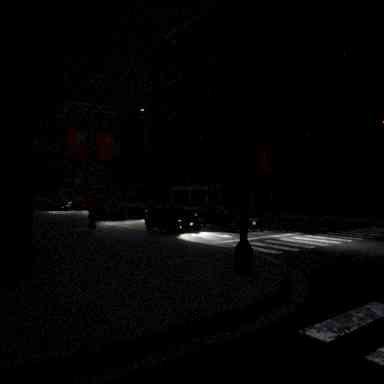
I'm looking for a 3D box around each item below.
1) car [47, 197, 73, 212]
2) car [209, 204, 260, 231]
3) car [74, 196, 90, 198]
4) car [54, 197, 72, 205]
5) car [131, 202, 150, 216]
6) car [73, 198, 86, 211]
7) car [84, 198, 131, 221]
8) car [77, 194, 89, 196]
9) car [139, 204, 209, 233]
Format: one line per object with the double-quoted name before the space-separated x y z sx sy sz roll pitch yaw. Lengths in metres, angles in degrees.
"car" -17.164 1.666 42.526 1.837 1.490 4.892 0 -1 -35
"car" 2.146 1.548 21.197 2.128 1.511 4.902 0 0 -36
"car" -19.134 1.820 56.681 1.895 1.301 4.718 0 0 -36
"car" -25.210 1.746 65.129 2.128 1.511 4.902 0 0 -36
"car" -4.528 1.626 30.456 1.812 1.442 4.674 0 0 -36
"car" -14.072 1.764 43.785 1.895 1.301 4.718 0 0 -35
"car" -7.464 1.574 28.975 1.882 1.535 5.008 0 0 -36
"car" -21.928 1.476 66.133 2.150 2.045 5.566 0 0 -36
"car" -1.192 1.618 20.247 1.994 1.385 4.181 0 0 -36
